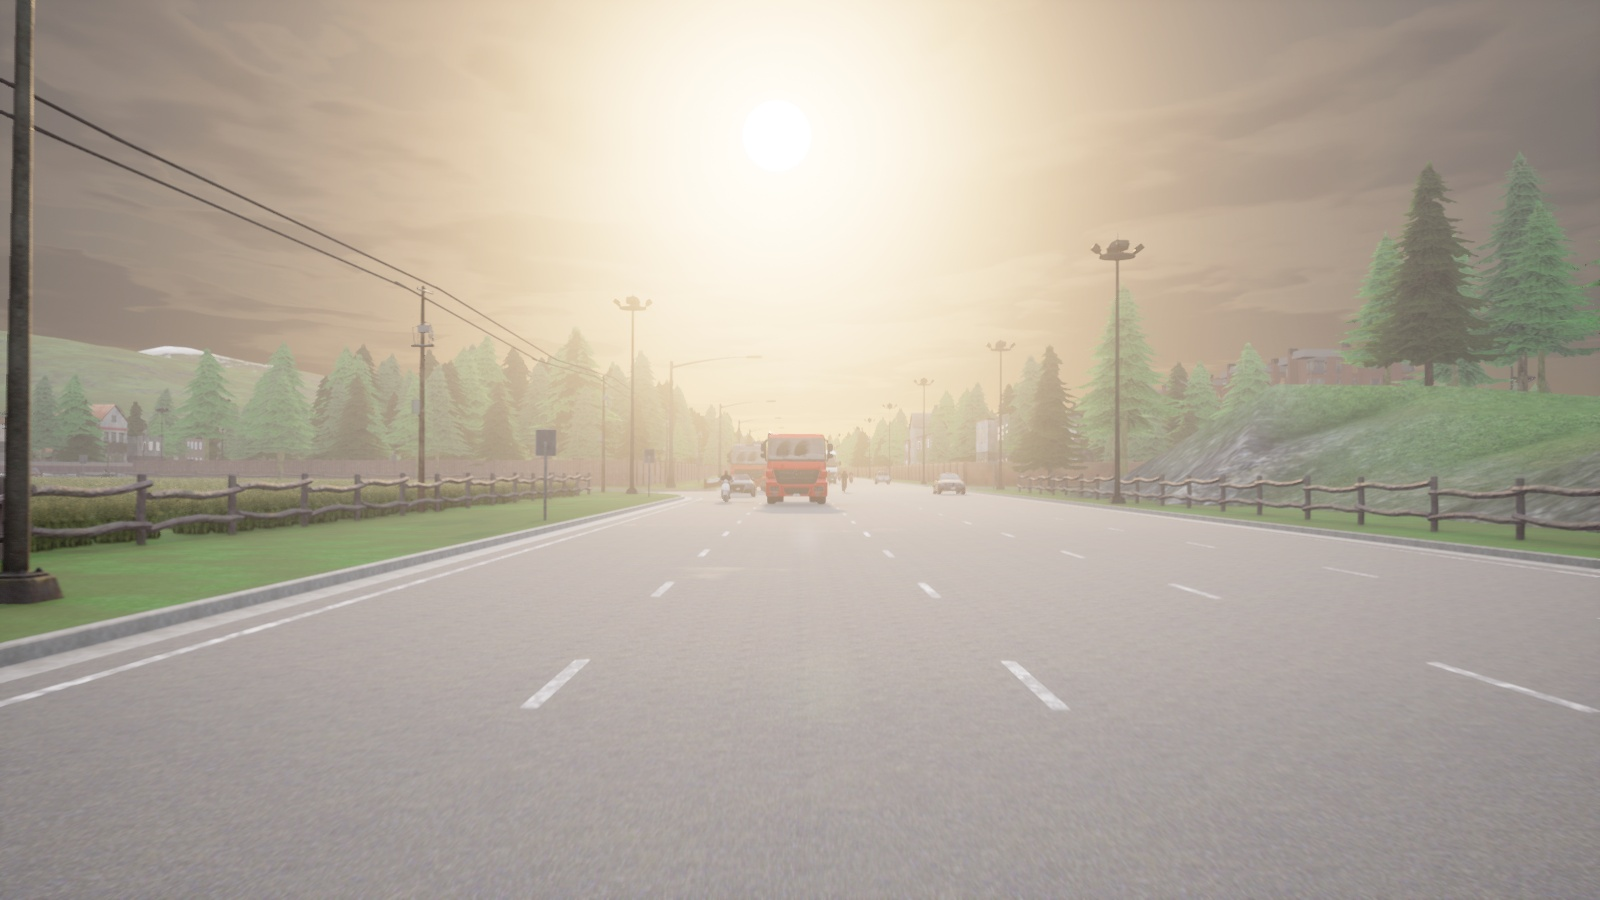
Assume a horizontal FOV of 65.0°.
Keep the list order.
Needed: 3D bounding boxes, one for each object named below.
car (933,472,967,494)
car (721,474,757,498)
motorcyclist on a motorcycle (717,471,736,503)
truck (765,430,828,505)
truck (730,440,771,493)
[{"bbox_3d":[10.288,2.243,86.406,1.812,1.442,4.674,0,-1,0],"label":"car"},{"bbox_3d":[-3.688,2.175,76.675,1.994,1.385,4.181,0,-1,0],"label":"car"},{"bbox_3d":[-3.662,1.828,62.529,0.866,1.590,1.817,0,-1,0],"label":"motorcyclist on a motorcycle"},{"bbox_3d":[-0.156,0.866,61.816,2.891,3.462,7.936,0,-1,0],"label":"truck"},{"bbox_3d":[-3.741,1.278,96.538,2.891,3.827,8.468,0,-1,0],"label":"truck"}]
